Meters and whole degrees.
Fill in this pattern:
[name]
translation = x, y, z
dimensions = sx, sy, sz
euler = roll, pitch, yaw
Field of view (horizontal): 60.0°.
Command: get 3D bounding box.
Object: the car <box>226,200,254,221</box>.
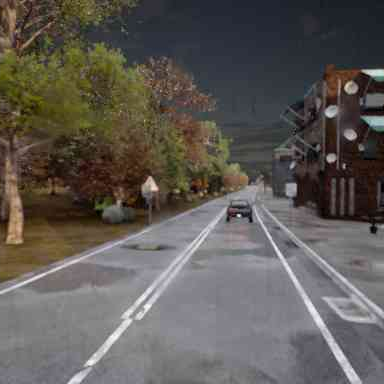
[car]
translation = 3.646, 1.350, 25.521
dimensions = 1.837, 1.490, 4.892
euler = 0, 1, 9
